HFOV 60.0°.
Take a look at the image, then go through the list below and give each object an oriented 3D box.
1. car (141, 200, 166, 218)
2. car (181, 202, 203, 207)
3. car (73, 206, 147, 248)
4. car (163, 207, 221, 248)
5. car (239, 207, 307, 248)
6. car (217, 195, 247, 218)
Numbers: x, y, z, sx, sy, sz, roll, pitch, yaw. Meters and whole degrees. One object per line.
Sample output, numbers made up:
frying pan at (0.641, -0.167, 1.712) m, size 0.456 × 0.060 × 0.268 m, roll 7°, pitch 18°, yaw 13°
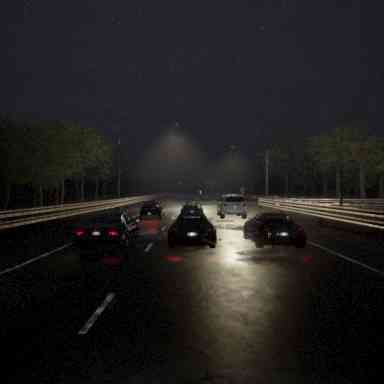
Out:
car at (-3.500, 1.512, 29.650) m, size 1.837 × 1.490 × 4.892 m, roll 0°, pitch 0°, yaw 0°
car at (0.000, 1.569, 29.650) m, size 1.994 × 1.385 × 4.181 m, roll 0°, pitch 0°, yaw 0°
car at (-3.500, 1.563, 14.650) m, size 2.033 × 1.411 × 5.357 m, roll 0°, pitch 0°, yaw 0°
car at (0.000, 1.572, 14.650) m, size 1.994 × 1.385 × 4.181 m, roll 0°, pitch 0°, yaw 0°
car at (3.500, 1.573, 14.650) m, size 1.994 × 1.385 × 4.181 m, roll 0°, pitch 0°, yaw 0°
car at (3.500, 1.254, 29.680) m, size 2.150 × 2.045 × 5.566 m, roll 0°, pitch 0°, yaw 0°
